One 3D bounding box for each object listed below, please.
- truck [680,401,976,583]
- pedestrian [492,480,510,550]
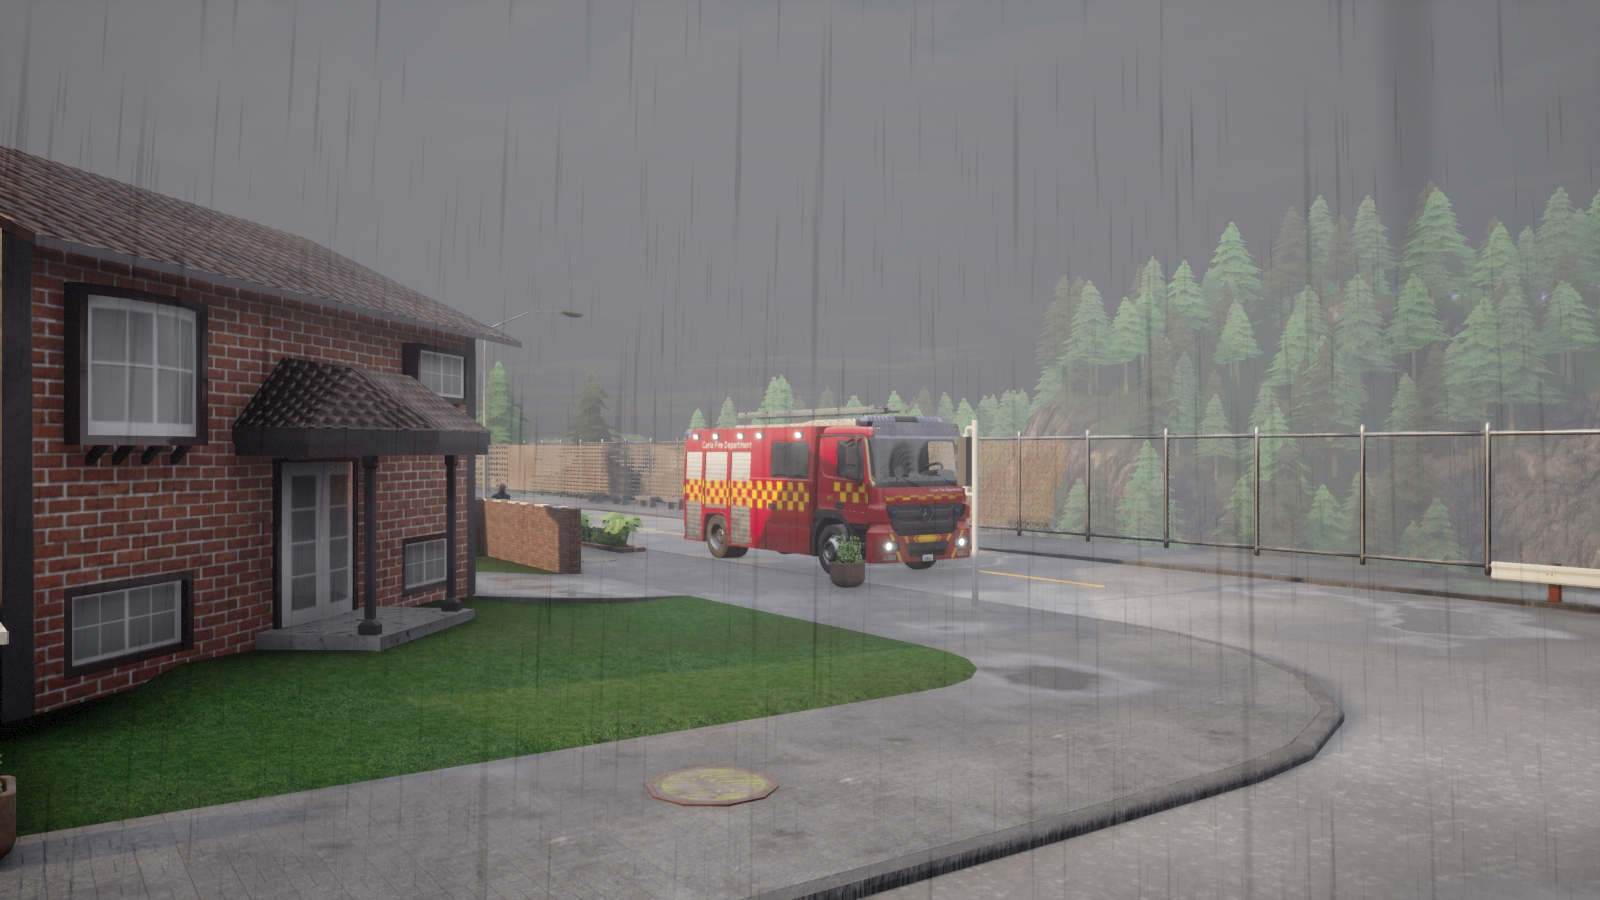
[{"bbox_3d":[0.353,0.890,28.322,2.891,3.827,8.468,0,0,-35],"label":"truck"},{"bbox_3d":[-8.037,1.745,30.732,0.375,1.860,0.375,0,0,-34],"label":"pedestrian"}]
